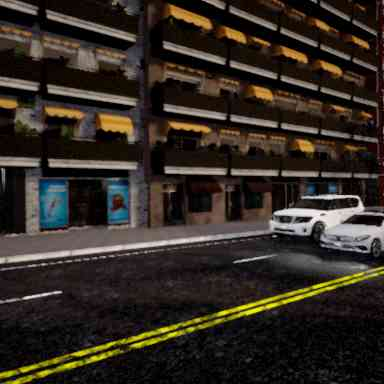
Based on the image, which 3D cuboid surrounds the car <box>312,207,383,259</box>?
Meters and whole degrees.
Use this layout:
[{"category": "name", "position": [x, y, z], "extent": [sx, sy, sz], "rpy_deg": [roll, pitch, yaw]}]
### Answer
[{"category": "car", "position": [6.812, 1.474, 12.554], "extent": [4.674, 1.442, 1.812], "rpy_deg": [0, 0, -35]}]

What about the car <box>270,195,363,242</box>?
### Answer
[{"category": "car", "position": [6.251, 1.163, 16.129], "extent": [5.566, 2.045, 2.150], "rpy_deg": [0, 0, -36]}]
